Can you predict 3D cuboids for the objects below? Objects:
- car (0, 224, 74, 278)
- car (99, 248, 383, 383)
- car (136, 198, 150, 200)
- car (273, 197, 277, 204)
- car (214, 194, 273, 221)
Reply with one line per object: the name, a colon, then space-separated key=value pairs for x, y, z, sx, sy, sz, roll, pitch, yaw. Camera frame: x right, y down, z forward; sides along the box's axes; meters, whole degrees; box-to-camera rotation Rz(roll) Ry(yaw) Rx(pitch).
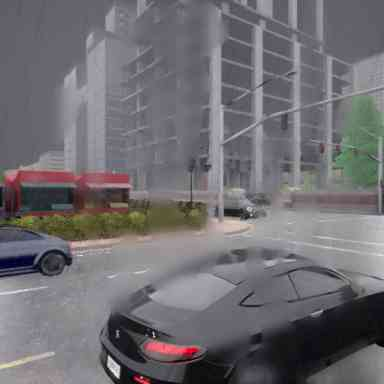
car: x=-5.360 y=1.564 z=8.745 sx=4.181 sy=1.385 sz=1.994 roll=0 pitch=0 yaw=-35
car: x=1.114 y=1.526 z=4.580 sx=4.674 sy=1.442 sz=1.812 roll=0 pitch=0 yaw=-35
car: x=-5.785 y=1.422 z=40.230 sx=1.882 sy=1.535 sz=5.008 roll=0 pitch=0 yaw=-36
car: x=13.213 y=1.114 z=59.368 sx=1.905 sy=1.878 sz=3.866 roll=0 pitch=0 yaw=-36
car: x=3.869 y=1.297 z=26.923 sx=2.097 sy=1.767 sz=4.553 roll=0 pitch=0 yaw=-36
